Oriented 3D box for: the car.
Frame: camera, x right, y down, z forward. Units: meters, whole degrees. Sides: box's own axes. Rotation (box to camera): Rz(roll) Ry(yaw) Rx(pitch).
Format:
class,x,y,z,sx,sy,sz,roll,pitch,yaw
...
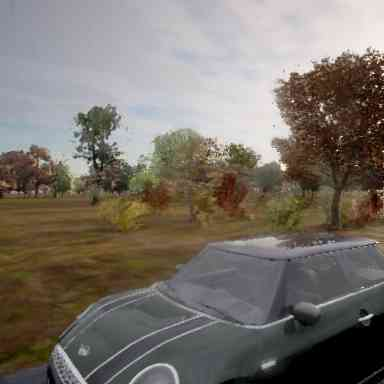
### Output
class,x,y,z,sx,sy,sz,roll,pitch,yaw
car,0.780,1.363,3.935,4.553,1.767,2.097,0,0,-35
